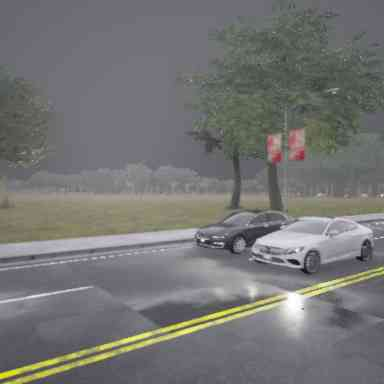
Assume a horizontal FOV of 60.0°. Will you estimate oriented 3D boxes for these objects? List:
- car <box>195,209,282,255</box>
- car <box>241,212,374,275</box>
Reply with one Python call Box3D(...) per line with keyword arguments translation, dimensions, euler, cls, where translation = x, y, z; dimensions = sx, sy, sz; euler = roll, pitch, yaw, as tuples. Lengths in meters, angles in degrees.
Box3D(translation=(2.361, 1.475, 13.358), dimensions=(4.892, 1.490, 1.837), euler=(0, 0, -36), cls="car")
Box3D(translation=(3.961, 1.497, 10.492), dimensions=(4.674, 1.442, 1.812), euler=(0, 0, -36), cls="car")
